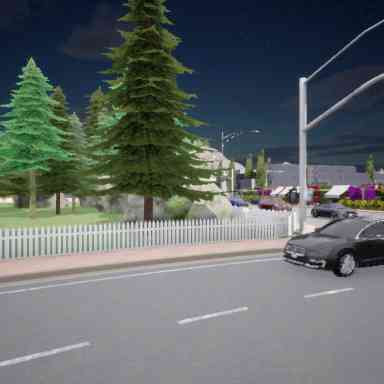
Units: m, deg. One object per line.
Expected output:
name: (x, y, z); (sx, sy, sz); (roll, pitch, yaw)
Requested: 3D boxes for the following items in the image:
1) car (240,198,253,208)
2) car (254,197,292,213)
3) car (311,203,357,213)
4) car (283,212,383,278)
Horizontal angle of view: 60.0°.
car: (6.409, 1.533, 47.613); (1.882, 1.535, 5.008); (0, 0, -17)
car: (9.337, 1.408, 37.718); (2.097, 1.767, 4.553); (0, 0, -16)
car: (12.090, 1.619, 28.427); (1.994, 1.385, 4.181); (0, 0, -16)
car: (5.072, 1.502, 10.068); (4.892, 1.490, 1.837); (0, 0, -22)
